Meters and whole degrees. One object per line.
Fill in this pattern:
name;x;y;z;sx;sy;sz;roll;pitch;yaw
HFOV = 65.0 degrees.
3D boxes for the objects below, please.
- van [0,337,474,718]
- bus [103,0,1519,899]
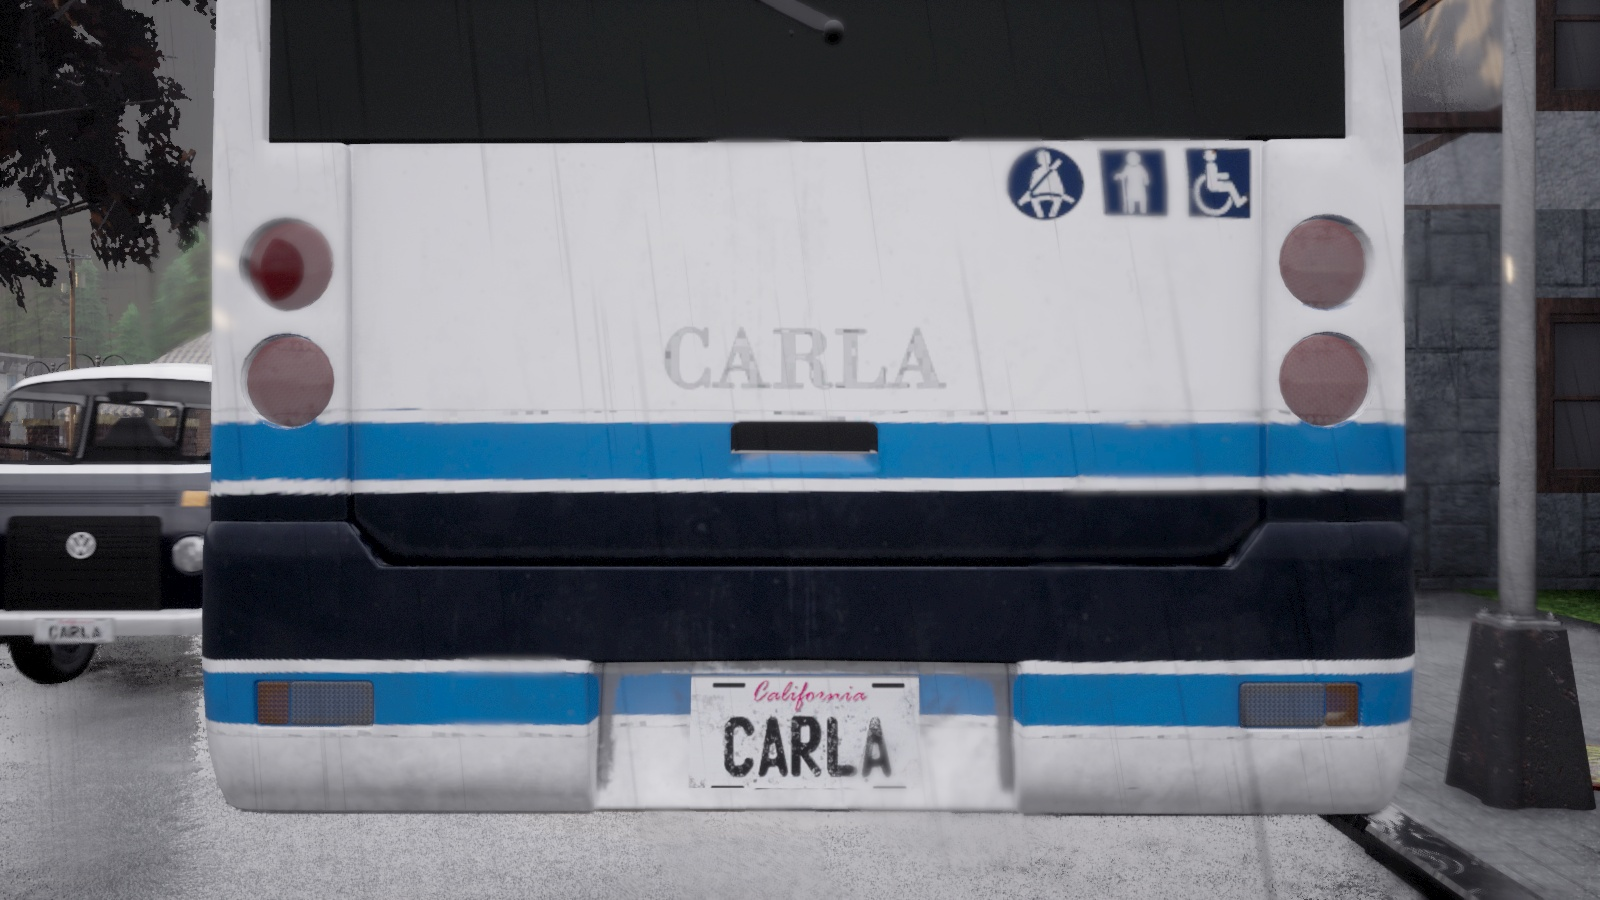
van;-3.937;0.419;8.959;2.069;2.038;4.480;0;0;0
bus;0.083;-0.679;8.637;3.944;4.253;10.273;0;0;1
